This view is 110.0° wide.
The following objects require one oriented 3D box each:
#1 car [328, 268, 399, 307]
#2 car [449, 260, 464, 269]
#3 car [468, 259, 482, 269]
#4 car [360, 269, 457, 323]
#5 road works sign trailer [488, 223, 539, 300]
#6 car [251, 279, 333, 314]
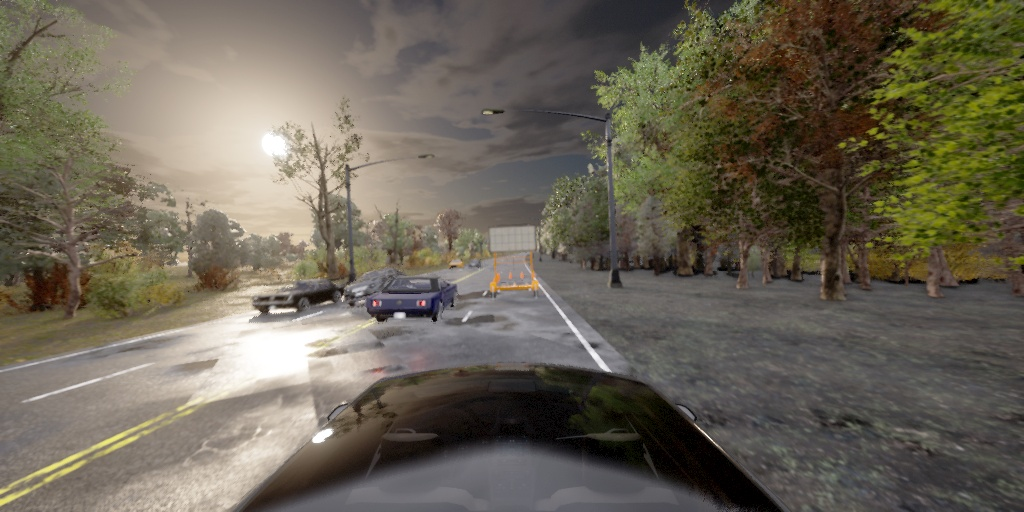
[{"bbox_3d":[-6.572,1.422,17.831,2.128,1.511,4.902,-13,-1,1],"label":"car"},{"bbox_3d":[-9.137,1.353,59.120,1.882,1.535,5.008,-3,1,2],"label":"car"},{"bbox_3d":[-5.932,1.235,57.734,2.128,1.511,4.902,-3,0,1],"label":"car"},{"bbox_3d":[-3.036,1.303,11.934,1.895,1.301,4.718,0,0,0],"label":"car"},{"bbox_3d":[0.150,0.207,17.978,2.380,3.560,2.880,0,0,1],"label":"road works sign trailer"},{"bbox_3d":[-9.757,1.790,16.825,1.895,1.301,4.718,-3,0,1],"label":"car"}]
